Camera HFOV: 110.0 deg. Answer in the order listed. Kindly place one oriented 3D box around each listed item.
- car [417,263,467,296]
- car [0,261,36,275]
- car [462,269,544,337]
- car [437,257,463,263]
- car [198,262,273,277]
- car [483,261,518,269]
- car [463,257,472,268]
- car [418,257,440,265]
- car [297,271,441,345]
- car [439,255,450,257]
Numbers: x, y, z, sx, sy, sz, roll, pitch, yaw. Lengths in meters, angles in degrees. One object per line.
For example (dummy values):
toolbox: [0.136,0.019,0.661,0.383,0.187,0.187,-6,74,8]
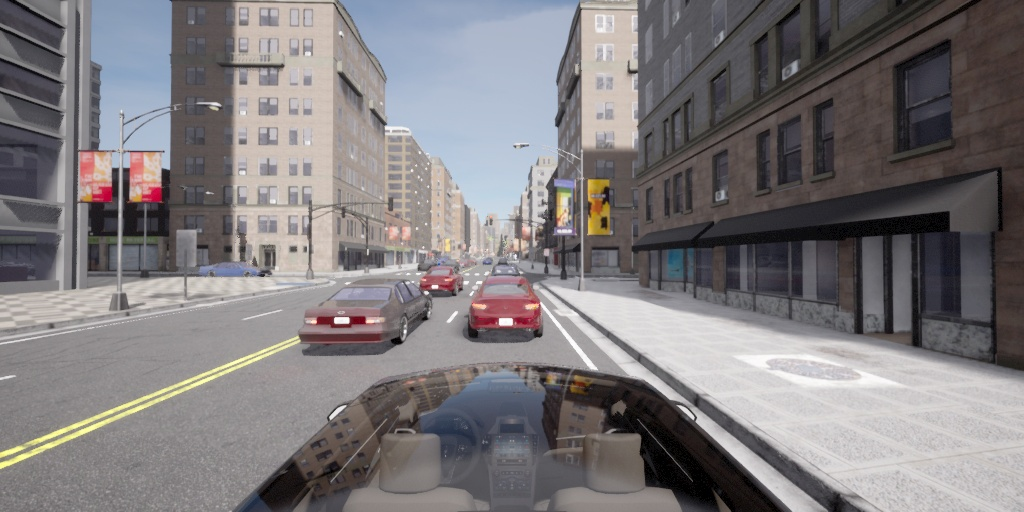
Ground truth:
car: [-3.660,1.272,19.057,1.812,1.442,4.674,0,0,-1]
car: [-41.941,1.130,30.180,4.181,1.385,1.994,0,-1,-2]
car: [-0.179,1.275,10.150,1.812,1.442,4.674,0,0,-1]
car: [-7.789,1.202,45.603,1.882,1.535,5.008,0,0,-2]
car: [-23.666,1.190,30.735,5.357,1.411,2.033,0,-1,1]
car: [-0.404,1.238,19.234,2.128,1.511,4.902,0,0,-3]
car: [-8.139,1.236,59.662,1.812,1.442,4.674,0,0,-1]
car: [-11.081,1.201,47.240,1.882,1.535,5.008,0,0,-1]
car: [-3.409,1.297,9.469,2.033,1.411,5.357,0,0,-2]
car: [-11.408,0.930,60.189,2.150,2.045,5.566,0,0,-2]
